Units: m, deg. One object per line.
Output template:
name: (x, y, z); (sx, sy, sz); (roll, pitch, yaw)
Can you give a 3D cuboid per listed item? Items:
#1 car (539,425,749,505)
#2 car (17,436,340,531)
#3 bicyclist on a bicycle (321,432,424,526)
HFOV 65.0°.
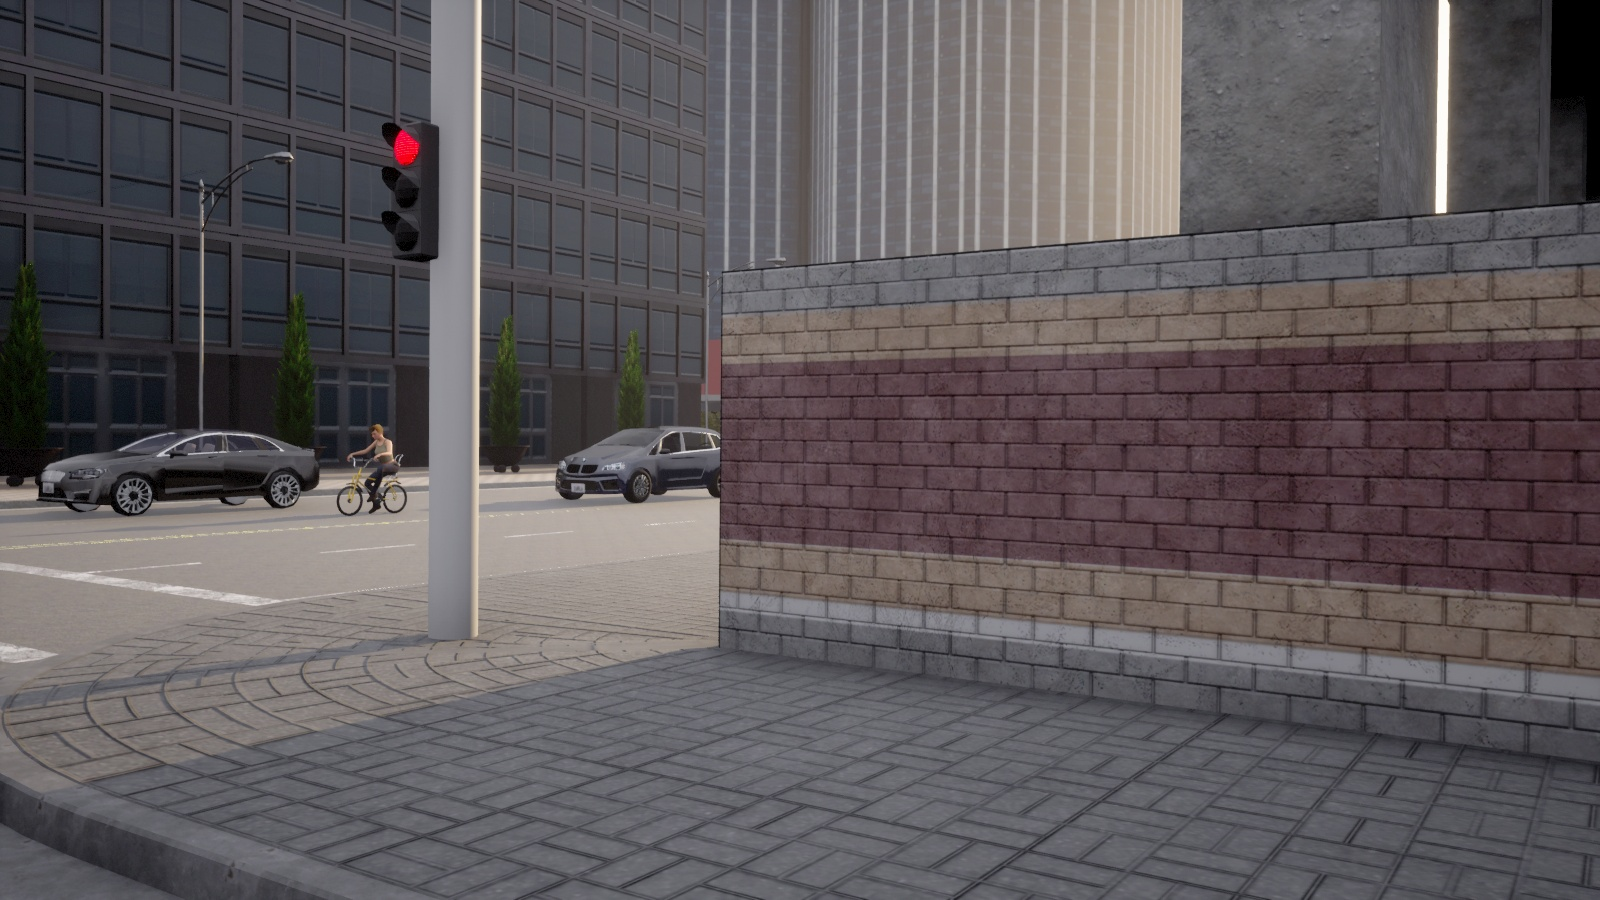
car: (-3.441, 0.272, 28.584); (2.242, 1.667, 4.611); (0, 1, 34)
car: (-11.276, 0.529, 23.165); (2.128, 1.511, 4.902); (0, 1, 34)
bicyclist on a bicycle: (-7.597, 0.487, 22.361); (0.866, 1.612, 1.509); (0, 1, 34)
